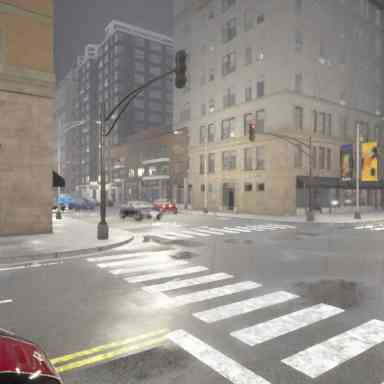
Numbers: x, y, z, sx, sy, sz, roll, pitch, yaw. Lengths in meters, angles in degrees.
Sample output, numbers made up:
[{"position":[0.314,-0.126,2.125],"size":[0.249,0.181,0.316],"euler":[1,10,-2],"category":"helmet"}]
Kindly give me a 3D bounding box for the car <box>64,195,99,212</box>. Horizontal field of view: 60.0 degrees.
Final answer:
[{"position":[-12.682,1.438,38.081],"size":[1.882,1.535,5.008],"euler":[0,0,-35],"category":"car"}]

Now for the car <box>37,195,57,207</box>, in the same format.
[{"position":[-23.223,1.355,53.210],"size":[2.097,1.767,4.553],"euler":[0,0,-35],"category":"car"}]

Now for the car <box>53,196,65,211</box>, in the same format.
[{"position":[-16.072,1.517,38.479],"size":[1.947,1.339,4.313],"euler":[0,0,-35],"category":"car"}]

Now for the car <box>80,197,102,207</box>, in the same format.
[{"position":[-15.889,1.504,52.153],"size":[1.752,1.417,4.829],"euler":[0,0,-35],"category":"car"}]

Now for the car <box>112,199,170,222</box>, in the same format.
[{"position":[-4.115,1.463,25.913],"size":[2.128,1.511,4.902],"euler":[0,0,-35],"category":"car"}]

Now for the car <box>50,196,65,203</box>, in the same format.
[{"position":[-28.354,1.556,69.848],"size":[1.947,1.339,4.313],"euler":[0,0,-35],"category":"car"}]

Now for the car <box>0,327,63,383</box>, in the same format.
[{"position":[-2.864,1.352,1.427],"size":[4.553,1.767,2.097],"euler":[0,0,-36],"category":"car"}]

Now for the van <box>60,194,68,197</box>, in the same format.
[{"position":[-25.213,1.328,65.390],"size":[1.690,1.788,3.998],"euler":[0,0,-35],"category":"van"}]

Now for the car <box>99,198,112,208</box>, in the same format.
[{"position":[-12.651,1.560,47.556],"size":[1.802,1.307,4.206],"euler":[0,0,-35],"category":"car"}]

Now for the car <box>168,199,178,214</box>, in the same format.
[{"position":[-3.228,1.425,34.181],"size":[1.967,1.590,4.097],"euler":[0,0,-35],"category":"car"}]
